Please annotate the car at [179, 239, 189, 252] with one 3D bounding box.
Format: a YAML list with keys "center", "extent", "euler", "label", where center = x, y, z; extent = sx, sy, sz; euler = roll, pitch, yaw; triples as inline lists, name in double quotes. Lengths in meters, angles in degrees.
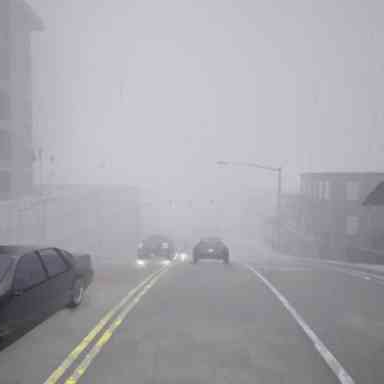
- center: [-1.325, 6.540, 41.040]
  extent: [2.128, 1.511, 4.902]
  euler: [0, -5, 3]
  label: "car"

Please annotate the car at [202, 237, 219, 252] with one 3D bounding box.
- center: [2.396, 6.791, 43.435]
  extent: [2.033, 1.411, 5.357]
  euler: [0, -4, 3]
  label: "car"

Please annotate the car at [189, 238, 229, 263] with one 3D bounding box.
- center: [1.107, 3.408, 19.550]
  extent: [1.994, 1.385, 4.181]
  euler: [0, -10, 3]
  label: "car"

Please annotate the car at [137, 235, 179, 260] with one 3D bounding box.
- center: [-2.388, 3.761, 23.256]
  extent: [2.097, 1.767, 4.553]
  euler: [0, -10, 3]
  label: "car"

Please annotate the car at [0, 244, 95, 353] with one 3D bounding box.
- center: [-3.348, 1.679, 5.769]
  extent: [2.033, 1.411, 5.357]
  euler: [1, -2, 3]
  label: "car"
